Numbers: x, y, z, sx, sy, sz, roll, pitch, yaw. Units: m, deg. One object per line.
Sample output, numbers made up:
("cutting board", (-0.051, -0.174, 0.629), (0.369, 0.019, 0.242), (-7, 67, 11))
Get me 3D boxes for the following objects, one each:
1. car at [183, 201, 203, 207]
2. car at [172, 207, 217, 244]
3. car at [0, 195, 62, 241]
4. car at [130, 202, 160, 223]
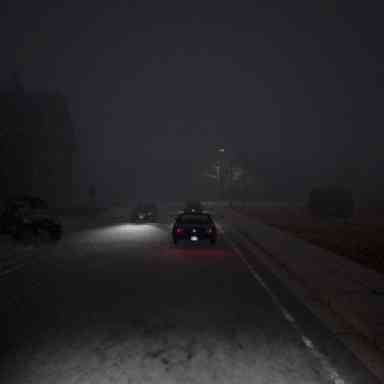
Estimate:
("car", (0.105, 1.601, 33.399), (1.812, 1.442, 4.674), (0, 0, 0))
("car", (0.105, 1.631, 15.998), (1.895, 1.301, 4.718), (0, 0, 0))
("car", (-7.660, 1.180, 15.727), (1.905, 1.878, 3.866), (8, -4, -42))
("car", (-3.584, 1.539, 26.019), (2.128, 1.511, 4.902), (1, -1, 0))
